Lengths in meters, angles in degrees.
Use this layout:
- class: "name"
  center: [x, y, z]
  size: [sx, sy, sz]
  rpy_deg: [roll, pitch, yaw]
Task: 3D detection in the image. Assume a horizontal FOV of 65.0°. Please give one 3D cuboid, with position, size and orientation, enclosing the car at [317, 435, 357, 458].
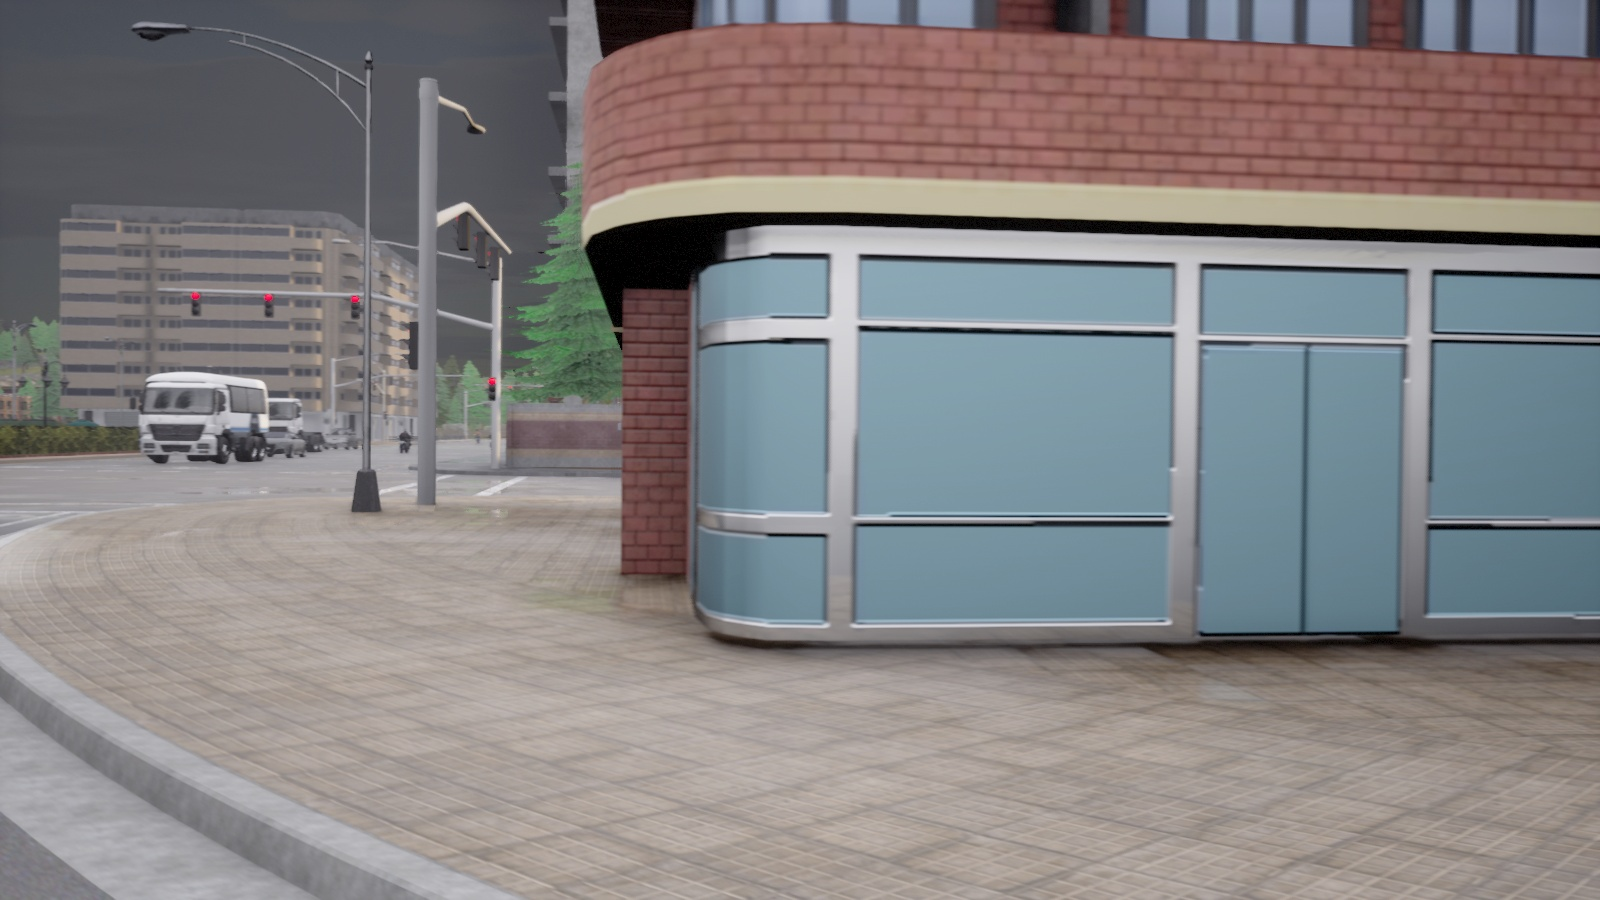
- class: "car"
  center: [-33.836, -0.246, 91.893]
  size: [1.851, 1.617, 3.988]
  rpy_deg: [-1, 1, -7]

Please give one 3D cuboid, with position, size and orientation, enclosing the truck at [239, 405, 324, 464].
- class: "truck"
  center: [-32.123, -0.968, 78.167]
  size: [2.891, 3.462, 7.936]
  rpy_deg: [-1, 1, -7]

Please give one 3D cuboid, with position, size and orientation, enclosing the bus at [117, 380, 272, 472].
- class: "bus"
  center: [-30.308, -1.193, 63.578]
  size: [3.944, 4.253, 10.273]
  rpy_deg: [-1, 1, -7]

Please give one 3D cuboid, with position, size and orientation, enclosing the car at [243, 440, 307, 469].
- class: "car"
  center: [-26.853, 0.209, 64.352]
  size: [1.994, 1.385, 4.181]
  rpy_deg: [-1, 1, -7]

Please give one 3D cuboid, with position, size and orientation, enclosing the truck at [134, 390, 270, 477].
- class: "truck"
  center: [-25.588, -0.718, 54.179]
  size: [2.891, 3.462, 7.936]
  rpy_deg: [-1, 1, -7]
